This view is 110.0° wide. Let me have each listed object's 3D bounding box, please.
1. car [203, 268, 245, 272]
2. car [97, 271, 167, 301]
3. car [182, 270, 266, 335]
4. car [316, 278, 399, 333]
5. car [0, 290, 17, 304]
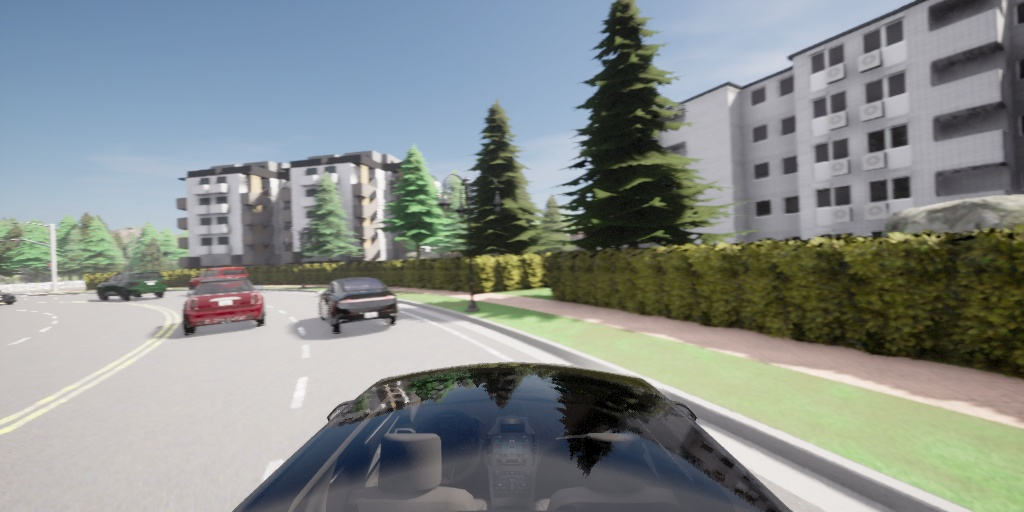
[{"bbox_3d":[-22.798,1.971,27.936,5.566,2.045,2.150,-2,0,29],"label":"car"},{"bbox_3d":[-28.356,2.210,26.756,5.566,2.045,2.150,-3,0,23],"label":"car"},{"bbox_3d":[-10.292,1.553,12.957,2.097,1.767,4.553,-3,0,-37],"label":"car"},{"bbox_3d":[-5.221,1.472,11.927,2.128,1.511,4.902,-2,0,-33],"label":"car"},{"bbox_3d":[-39.192,3.034,26.348,4.181,1.385,1.994,-3,0,10],"label":"car"}]
